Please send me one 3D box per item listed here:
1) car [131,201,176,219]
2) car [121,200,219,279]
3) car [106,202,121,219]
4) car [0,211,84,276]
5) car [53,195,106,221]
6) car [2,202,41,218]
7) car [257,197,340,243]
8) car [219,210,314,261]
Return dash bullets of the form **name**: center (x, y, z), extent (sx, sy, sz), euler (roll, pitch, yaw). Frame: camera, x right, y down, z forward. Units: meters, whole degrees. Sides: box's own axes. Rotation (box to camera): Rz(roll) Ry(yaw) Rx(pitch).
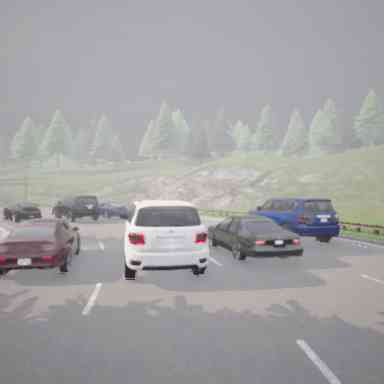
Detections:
- **car**: center (-3.642, 1.596, 30.934), extent (1.837, 1.490, 4.892), euler (1, -1, -39)
- **car**: center (-1.035, 1.255, 10.447), extent (2.150, 2.045, 5.566), euler (0, 0, -12)
- **car**: center (-7.516, 1.614, 30.132), extent (1.812, 1.442, 4.674), euler (0, 0, -41)
- **car**: center (-4.653, 1.557, 10.466), extent (1.812, 1.442, 4.674), euler (0, 0, -13)
- **car**: center (-9.478, 1.301, 27.209), extent (2.150, 2.045, 5.566), euler (1, -1, -40)
- **car**: center (-13.560, 1.583, 26.417), extent (1.837, 1.490, 4.892), euler (1, -1, -43)
- **car**: center (4.619, 1.268, 16.212), extent (2.150, 2.045, 5.566), euler (0, 0, -17)
- **car**: center (2.049, 1.585, 12.528), extent (2.033, 1.411, 5.357), euler (0, 0, -14)
